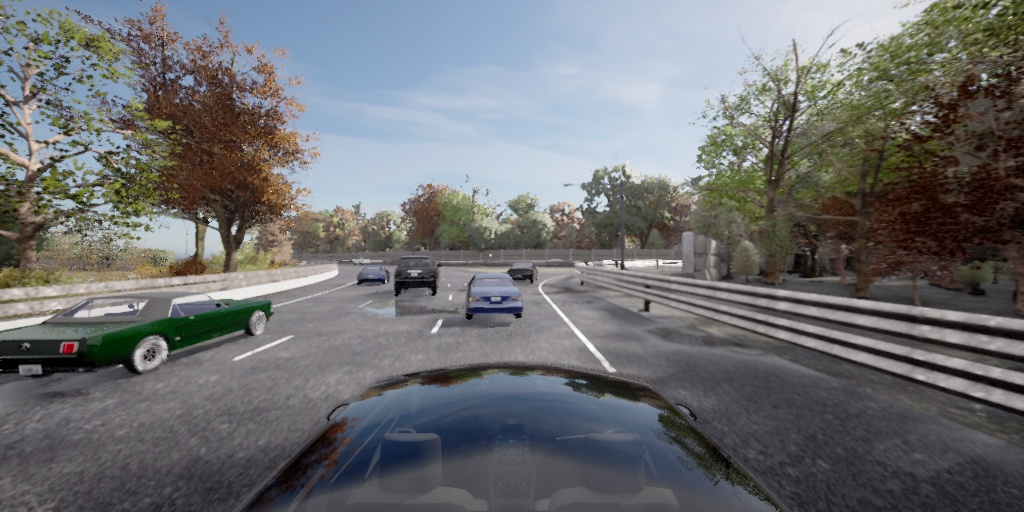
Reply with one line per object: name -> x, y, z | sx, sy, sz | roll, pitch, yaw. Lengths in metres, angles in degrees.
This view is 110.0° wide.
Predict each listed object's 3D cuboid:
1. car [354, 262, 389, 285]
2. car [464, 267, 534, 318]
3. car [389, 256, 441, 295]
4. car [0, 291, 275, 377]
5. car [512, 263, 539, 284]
car -> -10.316, 1.368, 26.954 | 1.994, 1.385, 4.181 | 0, 0, -14
car -> -0.753, 1.307, 12.994 | 2.033, 1.411, 5.357 | 0, 0, -6
car -> -5.220, 1.002, 20.145 | 2.150, 2.045, 5.566 | 0, 0, -10
car -> -7.203, 1.381, 7.478 | 1.895, 1.301, 4.718 | 0, 0, -4
car -> 0.945, 1.240, 27.327 | 1.882, 1.535, 5.008 | -1, 0, 10
